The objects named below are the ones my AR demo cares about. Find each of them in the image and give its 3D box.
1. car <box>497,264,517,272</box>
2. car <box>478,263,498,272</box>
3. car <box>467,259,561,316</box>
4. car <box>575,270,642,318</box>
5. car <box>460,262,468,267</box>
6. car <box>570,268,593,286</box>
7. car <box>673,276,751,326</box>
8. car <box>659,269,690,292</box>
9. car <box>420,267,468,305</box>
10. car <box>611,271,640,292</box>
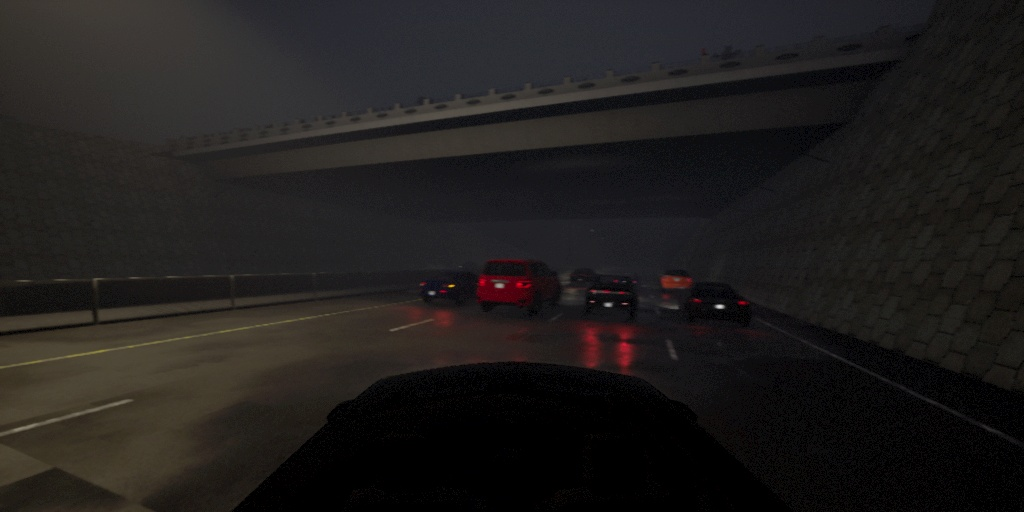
[{"bbox_3d":[-0.893,2.123,63.075,1.895,1.301,4.718,1,-1,20],"label":"car"},{"bbox_3d":[-4.233,2.006,64.125,1.994,1.385,4.181,1,-1,20],"label":"car"},{"bbox_3d":[0.487,1.156,14.797,2.150,2.045,5.566,1,-1,20],"label":"car"},{"bbox_3d":[4.164,1.525,14.668,2.128,1.511,4.902,1,-1,20],"label":"car"},{"bbox_3d":[-7.745,1.857,64.686,1.837,1.490,4.892,1,-1,20],"label":"car"},{"bbox_3d":[6.323,1.784,31.081,1.882,1.535,5.008,1,0,20],"label":"car"},{"bbox_3d":[7.533,1.679,13.692,1.994,1.385,4.181,1,-1,20],"label":"car"},{"bbox_3d":[12.479,1.782,27.532,2.097,1.767,4.553,1,-1,20],"label":"car"},{"bbox_3d":[-2.490,1.404,16.850,1.812,1.442,4.674,1,-1,20],"label":"car"},{"bbox_3d":[8.993,1.944,28.211,1.895,1.301,4.718,1,-1,20],"label":"car"}]
